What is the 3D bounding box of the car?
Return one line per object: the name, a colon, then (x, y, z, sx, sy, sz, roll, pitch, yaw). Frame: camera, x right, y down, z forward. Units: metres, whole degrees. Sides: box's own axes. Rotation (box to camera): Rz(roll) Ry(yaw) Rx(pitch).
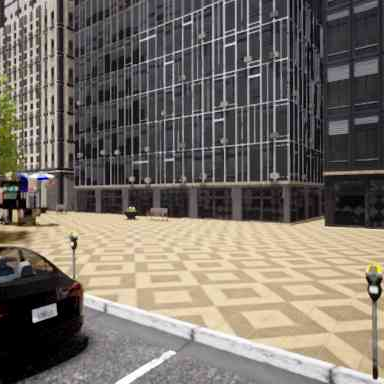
car: (-3.553, 1.564, 5.419, 4.313, 1.339, 1.947, 0, 0, 36)
